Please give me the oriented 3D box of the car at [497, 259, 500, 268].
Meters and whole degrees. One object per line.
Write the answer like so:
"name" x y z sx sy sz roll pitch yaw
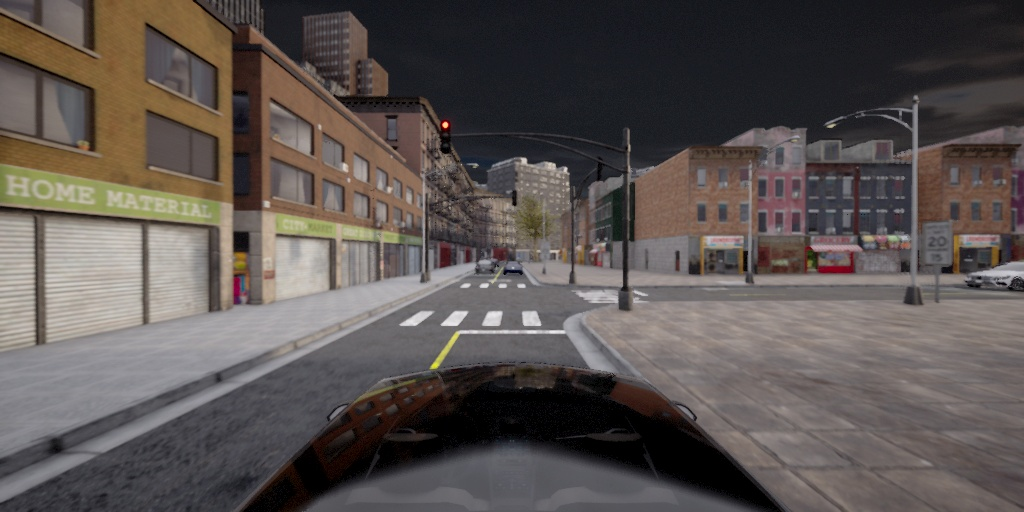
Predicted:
"car" -2.793 1.076 54.407 2.033 1.411 5.357 0 0 1

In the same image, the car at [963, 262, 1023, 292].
"car" 26.593 1.042 18.640 4.674 1.442 1.812 0 1 0

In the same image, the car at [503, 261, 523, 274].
"car" 0.106 1.154 37.634 1.994 1.385 4.181 0 0 0

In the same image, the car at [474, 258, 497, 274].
"car" -2.829 1.115 37.878 1.812 1.442 4.674 0 0 0
